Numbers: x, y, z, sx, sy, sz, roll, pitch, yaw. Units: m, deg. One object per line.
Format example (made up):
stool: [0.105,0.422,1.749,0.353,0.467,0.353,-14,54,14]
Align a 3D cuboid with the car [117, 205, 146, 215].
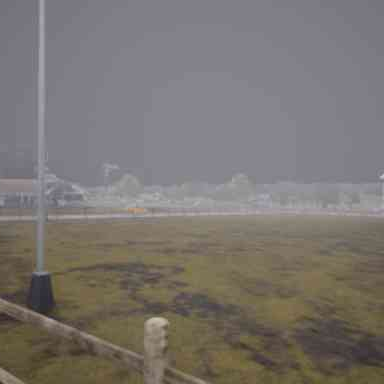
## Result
car: [-9.187,2.704,50.831,1.882,1.535,5.008,0,-2,36]
